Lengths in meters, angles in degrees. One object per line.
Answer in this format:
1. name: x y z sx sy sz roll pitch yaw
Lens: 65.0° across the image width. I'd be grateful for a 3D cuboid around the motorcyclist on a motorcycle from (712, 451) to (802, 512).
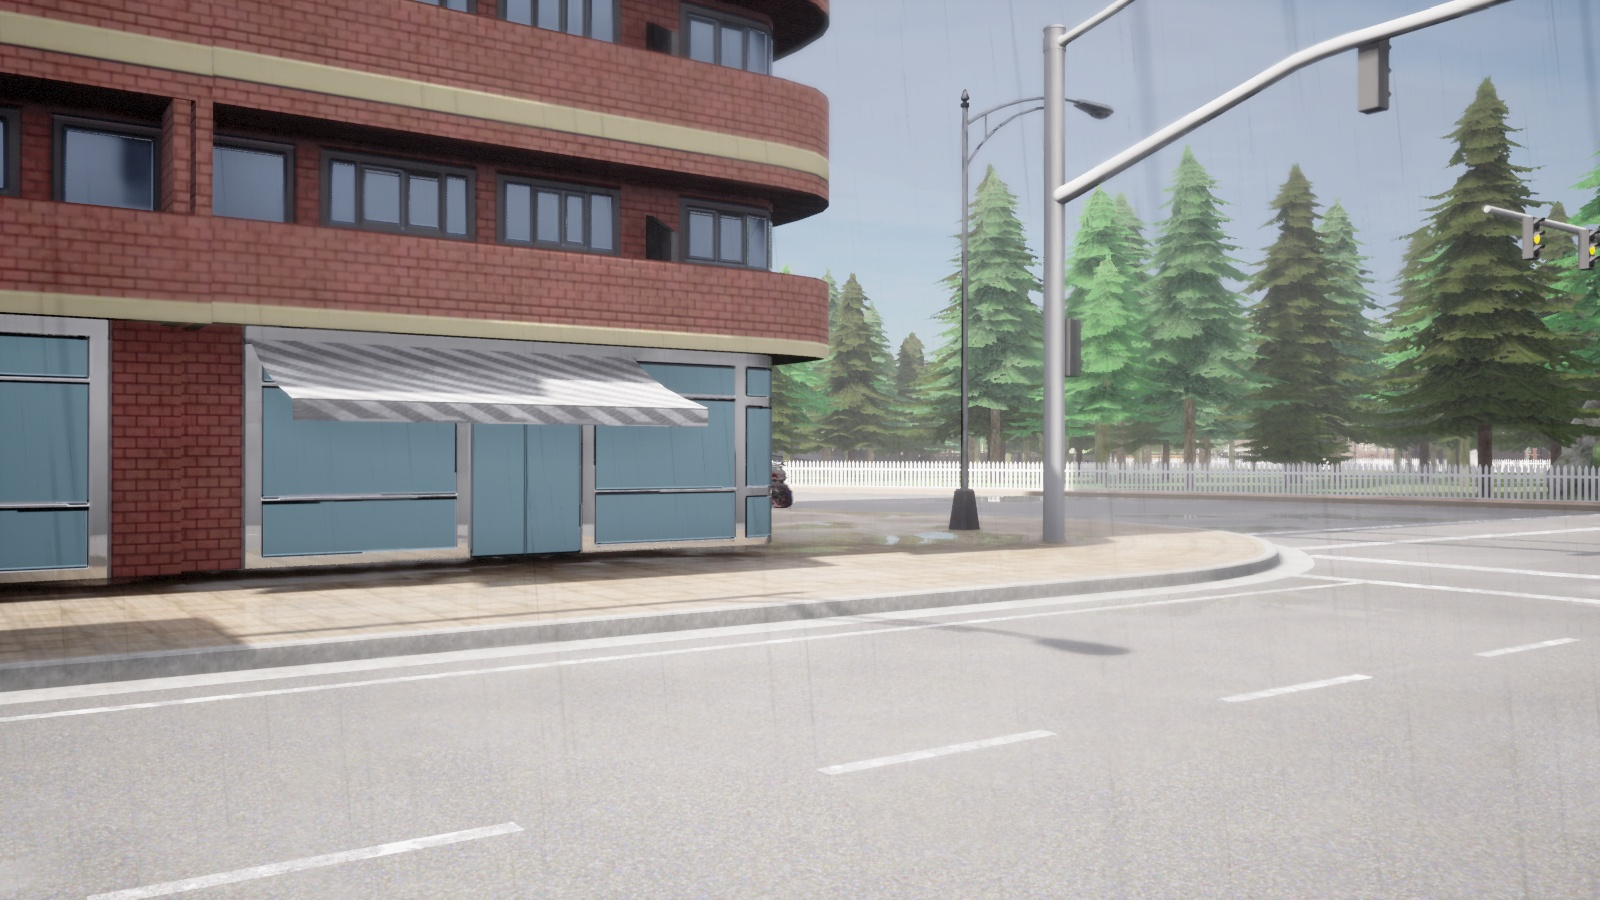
1. motorcyclist on a motorcycle: -1.117 0.806 32.594 2.191 1.530 0.866 0 0 27
